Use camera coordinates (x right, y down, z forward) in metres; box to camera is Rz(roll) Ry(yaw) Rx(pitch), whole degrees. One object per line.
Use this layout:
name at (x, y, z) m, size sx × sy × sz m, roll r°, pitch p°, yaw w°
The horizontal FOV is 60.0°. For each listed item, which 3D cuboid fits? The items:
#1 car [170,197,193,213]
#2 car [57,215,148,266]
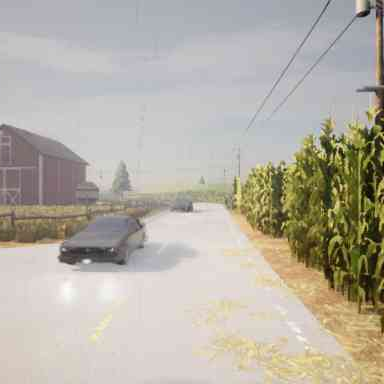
car at (-1.152, 1.353, 37.272) m, size 2.097 × 1.767 × 4.553 m, roll 0°, pitch 0°, yaw 5°
car at (-2.829, 1.553, 11.930) m, size 2.033 × 1.411 × 5.357 m, roll 0°, pitch 0°, yaw 3°
